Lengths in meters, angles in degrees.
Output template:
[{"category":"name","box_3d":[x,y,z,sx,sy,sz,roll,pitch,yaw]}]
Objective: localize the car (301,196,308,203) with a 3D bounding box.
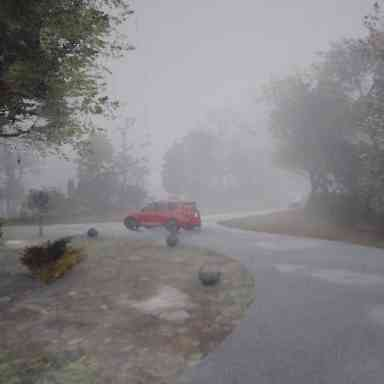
[{"category":"car","box_3d":[28.631,1.916,83.688,2.150,2.045,5.566,-1,2,23]}]

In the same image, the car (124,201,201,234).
[{"category":"car","box_3d":[-2.071,1.666,22.772,5.566,2.045,2.150,-1,-2,30]}]

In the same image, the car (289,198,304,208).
[{"category":"car","box_3d":[21.242,2.533,68.434,1.812,1.442,4.674,-1,0,28]}]
